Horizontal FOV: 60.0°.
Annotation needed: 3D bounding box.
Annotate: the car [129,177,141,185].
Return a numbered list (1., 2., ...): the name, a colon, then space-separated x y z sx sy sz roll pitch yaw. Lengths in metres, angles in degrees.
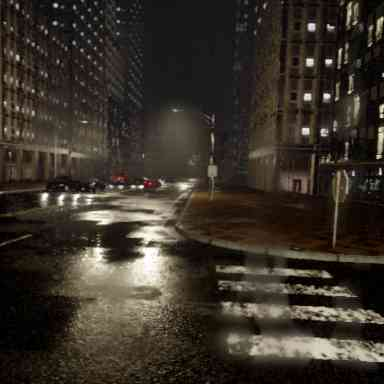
1. car: -8.217 -1.752 53.094 1.994 1.385 4.181 2 3 2

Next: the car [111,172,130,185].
1. car: -11.433 -2.247 53.516 2.150 2.045 5.566 2 3 2

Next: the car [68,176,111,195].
1. car: -9.162 -0.549 30.158 1.994 1.385 4.181 2 3 2

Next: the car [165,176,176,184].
1. car: -4.338 -2.407 67.018 1.812 1.442 4.674 2 3 2

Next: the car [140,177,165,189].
1. car: -5.193 -1.169 44.215 1.994 1.385 4.181 2 3 2

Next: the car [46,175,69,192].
1. car: -12.327 -0.858 32.231 1.882 1.535 5.008 2 3 2
